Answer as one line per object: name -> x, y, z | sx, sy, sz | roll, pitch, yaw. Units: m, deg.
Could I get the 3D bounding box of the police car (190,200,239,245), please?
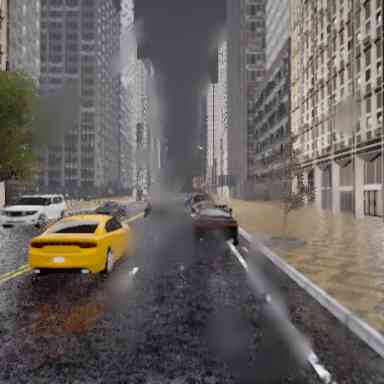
police car -> 0.977, 1.390, 15.414 | 1.930, 1.638, 5.238 | 0, 0, 0

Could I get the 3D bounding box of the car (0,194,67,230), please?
car -> -9.849, 1.171, 21.272 | 2.150, 2.045, 5.566 | 0, 0, 0

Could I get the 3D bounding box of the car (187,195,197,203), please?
car -> 0.009, 1.326, 67.464 | 1.882, 1.535, 5.008 | 0, 0, 0

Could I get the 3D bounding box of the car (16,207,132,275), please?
car -> -3.136, 1.453, 10.352 | 1.882, 1.535, 5.008 | 0, 0, 0

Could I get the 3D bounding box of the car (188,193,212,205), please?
car -> 0.979, 1.153, 31.337 | 2.150, 2.045, 5.566 | 0, 0, 0

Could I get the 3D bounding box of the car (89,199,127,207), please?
car -> -6.596, 1.484, 27.336 | 2.033, 1.411, 5.357 | 0, 0, 0

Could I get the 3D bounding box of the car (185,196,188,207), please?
car -> 0.011, 1.238, 49.850 | 2.097, 1.767, 4.553 | 0, 0, 0

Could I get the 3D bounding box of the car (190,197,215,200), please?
car -> 0.978, 1.397, 25.496 | 1.801, 1.575, 5.366 | 0, 0, 0

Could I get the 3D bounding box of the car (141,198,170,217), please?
car -> -3.144, 1.494, 30.547 | 1.994, 1.385, 4.181 | 0, 0, 0

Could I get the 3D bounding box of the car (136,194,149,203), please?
car -> -9.742, 1.214, 65.555 | 2.097, 1.767, 4.553 | 0, 0, 0

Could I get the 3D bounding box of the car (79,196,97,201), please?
car -> -25.660, 1.641, 82.180 | 4.403, 1.369, 2.008 | -1, 0, -1
